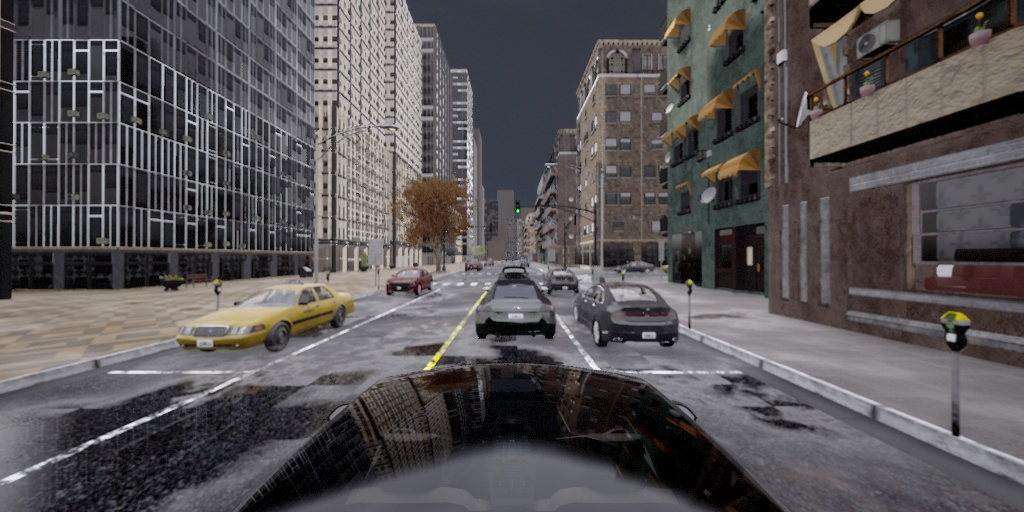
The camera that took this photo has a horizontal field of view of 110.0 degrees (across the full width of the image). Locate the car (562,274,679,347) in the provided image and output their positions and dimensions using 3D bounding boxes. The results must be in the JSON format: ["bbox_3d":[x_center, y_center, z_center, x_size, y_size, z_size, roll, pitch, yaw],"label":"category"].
[{"bbox_3d":[2.690,1.335,9.220,2.007,1.370,4.403,0,0,0],"label":"car"}]

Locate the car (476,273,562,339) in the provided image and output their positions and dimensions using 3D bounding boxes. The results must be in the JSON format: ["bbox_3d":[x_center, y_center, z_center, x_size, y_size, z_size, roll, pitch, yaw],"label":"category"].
[{"bbox_3d":[0.091,1.354,10.226,1.994,1.385,4.181,0,0,0],"label":"car"}]

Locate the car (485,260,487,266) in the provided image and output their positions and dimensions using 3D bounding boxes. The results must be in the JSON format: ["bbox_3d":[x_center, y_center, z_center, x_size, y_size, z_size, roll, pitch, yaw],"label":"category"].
[{"bbox_3d":[-5.686,1.613,58.196,1.948,1.339,4.313,0,0,0],"label":"car"}]

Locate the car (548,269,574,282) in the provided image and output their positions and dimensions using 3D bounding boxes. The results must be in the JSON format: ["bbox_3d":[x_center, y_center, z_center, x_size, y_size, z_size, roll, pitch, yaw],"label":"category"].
[{"bbox_3d":[2.691,1.389,20.285,2.007,1.370,4.403,0,0,0],"label":"car"}]

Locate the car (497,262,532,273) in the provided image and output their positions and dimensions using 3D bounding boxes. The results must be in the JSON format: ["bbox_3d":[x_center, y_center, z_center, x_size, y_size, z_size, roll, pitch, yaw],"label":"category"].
[{"bbox_3d":[0.155,1.352,21.631,1.837,1.490,4.892,0,0,1],"label":"car"}]

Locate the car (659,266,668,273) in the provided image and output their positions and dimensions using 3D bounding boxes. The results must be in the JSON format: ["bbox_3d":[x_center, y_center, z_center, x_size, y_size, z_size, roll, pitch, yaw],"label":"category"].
[{"bbox_3d":[18.836,1.179,39.756,4.829,1.417,1.751,0,0,-1],"label":"car"}]

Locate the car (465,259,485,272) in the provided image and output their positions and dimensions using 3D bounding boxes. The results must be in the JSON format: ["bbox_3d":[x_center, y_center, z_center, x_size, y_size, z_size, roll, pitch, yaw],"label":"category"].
[{"bbox_3d":[-5.686,1.330,52.673,2.192,1.841,5.009,0,0,0],"label":"car"}]

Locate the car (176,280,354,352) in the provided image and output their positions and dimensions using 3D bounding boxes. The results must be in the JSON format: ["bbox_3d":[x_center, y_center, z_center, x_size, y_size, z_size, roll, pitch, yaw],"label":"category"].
[{"bbox_3d":[-5.690,1.310,9.051,1.751,1.417,4.829,0,0,0],"label":"car"}]

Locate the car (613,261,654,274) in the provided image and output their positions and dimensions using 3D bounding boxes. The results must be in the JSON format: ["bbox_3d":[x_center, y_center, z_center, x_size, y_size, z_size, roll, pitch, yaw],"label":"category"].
[{"bbox_3d":[13.439,1.281,39.701,4.403,1.370,2.007,0,0,-1],"label":"car"}]

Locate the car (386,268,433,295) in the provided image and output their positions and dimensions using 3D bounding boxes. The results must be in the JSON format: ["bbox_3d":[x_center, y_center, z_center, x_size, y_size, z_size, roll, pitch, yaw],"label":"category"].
[{"bbox_3d":[-5.689,1.384,20.286,1.888,1.381,4.507,0,0,0],"label":"car"}]
